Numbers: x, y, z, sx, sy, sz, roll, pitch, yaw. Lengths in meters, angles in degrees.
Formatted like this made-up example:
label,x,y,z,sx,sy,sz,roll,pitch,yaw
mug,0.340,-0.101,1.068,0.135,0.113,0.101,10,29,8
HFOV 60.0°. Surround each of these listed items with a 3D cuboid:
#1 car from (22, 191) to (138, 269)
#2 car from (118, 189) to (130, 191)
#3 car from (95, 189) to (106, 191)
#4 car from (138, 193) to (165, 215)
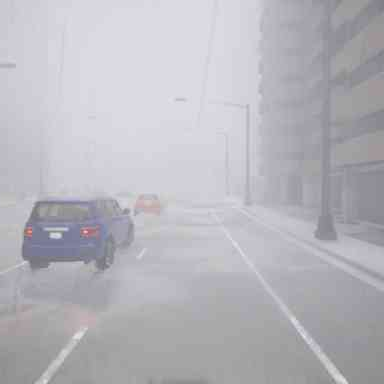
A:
label,x,y,z,sx,sy,sz,roll,pitch,yaw
car,-3.401,1.142,10.984,2.150,2.045,5.566,0,1,0
car,-10.564,0.169,51.230,2.033,1.411,5.357,0,2,1
car,-14.072,0.195,50.973,1.994,1.385,4.181,0,2,0
car,-3.403,0.872,27.392,2.097,1.767,4.553,0,2,0
